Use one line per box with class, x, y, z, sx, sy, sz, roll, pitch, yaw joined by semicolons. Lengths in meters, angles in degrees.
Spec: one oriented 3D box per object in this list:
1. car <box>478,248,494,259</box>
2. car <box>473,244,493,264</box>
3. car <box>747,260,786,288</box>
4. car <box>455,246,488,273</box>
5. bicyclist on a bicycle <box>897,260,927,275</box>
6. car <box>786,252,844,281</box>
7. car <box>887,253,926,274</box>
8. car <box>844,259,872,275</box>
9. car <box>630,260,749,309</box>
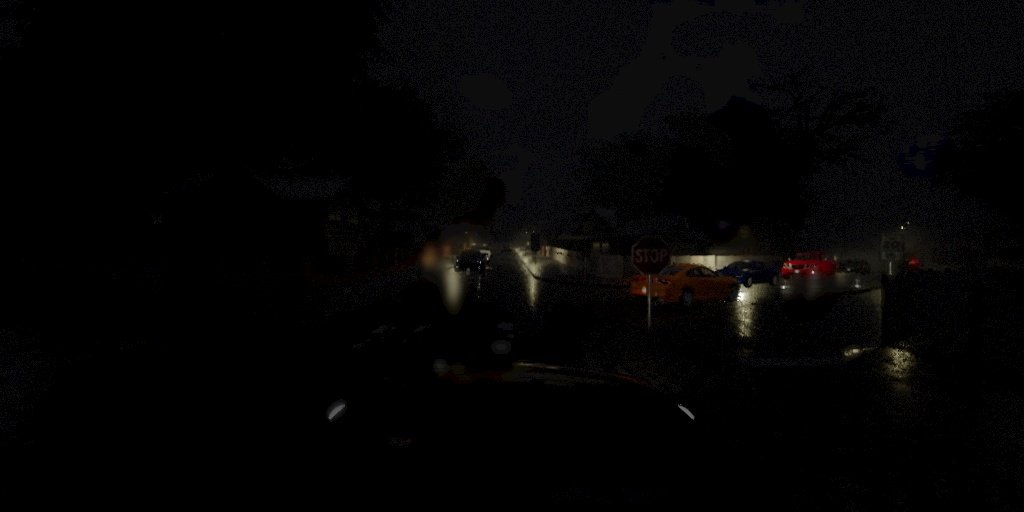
car;-3.656;-0.427;50.696;1.994;1.385;4.181;0;3;-1
car;-3.481;-0.254;39.374;2.150;2.045;5.566;0;3;-1
car;14.197;1.013;21.703;5.008;1.535;1.882;0;1;-32
car;-3.302;0.339;29.087;2.097;1.767;4.553;0;3;-1
bicyclist on a bicycle;21.703;1.069;19.456;0.582;1.620;1.656;0;1;-33
car;22.674;0.749;27.203;5.566;2.045;2.150;0;1;-34
car;38.972;0.768;35.471;5.566;2.045;2.150;0;1;-38
car;33.157;1.006;34.672;4.902;1.511;2.128;0;1;-37
car;6.820;1.058;13.963;5.008;1.535;1.882;0;0;-31
